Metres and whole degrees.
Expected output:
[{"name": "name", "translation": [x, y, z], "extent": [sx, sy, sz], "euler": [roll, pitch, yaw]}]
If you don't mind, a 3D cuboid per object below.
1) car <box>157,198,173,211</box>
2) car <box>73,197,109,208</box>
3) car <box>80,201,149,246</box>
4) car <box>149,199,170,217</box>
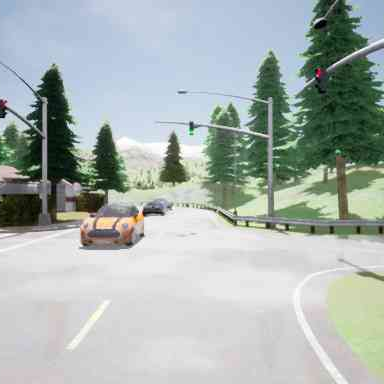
[{"name": "car", "translation": [-3.726, 1.498, 40.514], "extent": [1.812, 1.442, 4.674], "euler": [1, 0, -18]}, {"name": "car", "translation": [-14.816, 1.545, 48.802], "extent": [4.674, 1.442, 1.812], "euler": [1, 0, 3]}, {"name": "car", "translation": [-3.461, 1.363, 15.226], "extent": [2.097, 1.767, 4.553], "euler": [0, 0, 0]}, {"name": "car", "translation": [-3.514, 1.604, 31.938], "extent": [1.895, 1.301, 4.718], "euler": [0, 0, 0]}]
